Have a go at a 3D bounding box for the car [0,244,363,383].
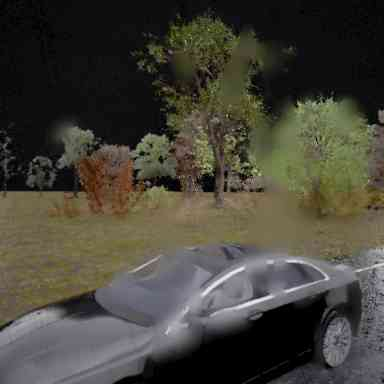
[{"bbox_3d":[0.176,1.478,4.108,4.902,1.511,2.128,0,0,-35],"label":"car"}]
